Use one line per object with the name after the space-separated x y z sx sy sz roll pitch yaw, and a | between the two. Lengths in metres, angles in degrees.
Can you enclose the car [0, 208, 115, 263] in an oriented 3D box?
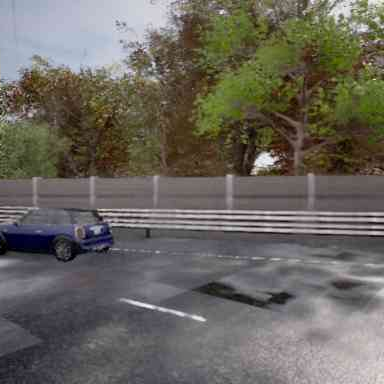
-5.147 1.345 12.002 4.553 1.767 2.097 0 0 22 | car
